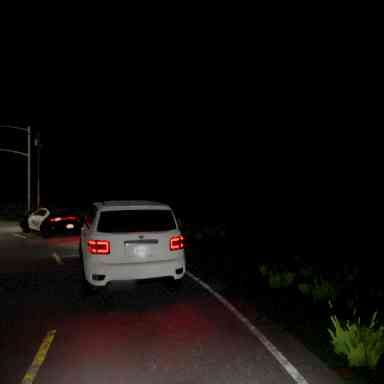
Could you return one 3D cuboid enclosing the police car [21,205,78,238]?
[{"bbox_3d":[-7.582,1.503,17.928,2.038,1.542,4.974,0,0,-43],"label":"police car"}]

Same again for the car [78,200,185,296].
[{"bbox_3d":[-1.859,1.221,9.022,2.150,2.045,5.566,0,0,-19],"label":"car"}]
